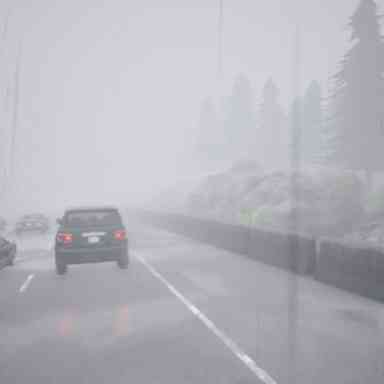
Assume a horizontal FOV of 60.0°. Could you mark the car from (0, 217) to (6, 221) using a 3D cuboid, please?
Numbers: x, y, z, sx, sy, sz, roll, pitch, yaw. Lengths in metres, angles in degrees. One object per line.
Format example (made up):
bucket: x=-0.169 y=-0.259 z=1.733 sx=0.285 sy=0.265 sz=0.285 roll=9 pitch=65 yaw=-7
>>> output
car: x=-15.451 y=2.375 z=25.172 sx=1.994 sy=1.385 sz=4.181 roll=-1 pitch=-1 yaw=-18

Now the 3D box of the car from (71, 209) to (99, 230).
car: x=-8.820 y=2.228 z=27.405 sx=1.994 sy=1.385 sz=4.181 roll=-1 pitch=-1 yaw=-18

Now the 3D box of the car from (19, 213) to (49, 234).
car: x=-11.398 y=2.227 z=24.029 sx=2.033 sy=1.411 sz=5.357 roll=-1 pitch=-1 yaw=-18

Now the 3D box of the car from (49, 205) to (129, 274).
car: x=-3.602 y=1.489 z=11.931 sx=2.150 sy=2.045 sz=5.566 roll=-1 pitch=-1 yaw=-18

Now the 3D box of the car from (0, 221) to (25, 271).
car: x=-6.581 y=1.861 z=9.808 sx=2.033 sy=1.411 sz=5.357 roll=-1 pitch=-1 yaw=-18
